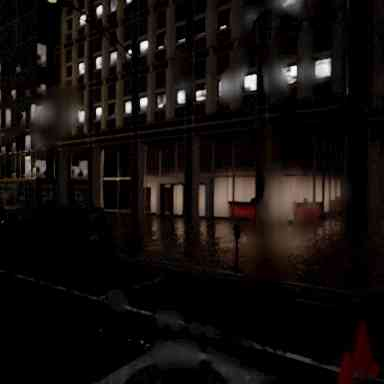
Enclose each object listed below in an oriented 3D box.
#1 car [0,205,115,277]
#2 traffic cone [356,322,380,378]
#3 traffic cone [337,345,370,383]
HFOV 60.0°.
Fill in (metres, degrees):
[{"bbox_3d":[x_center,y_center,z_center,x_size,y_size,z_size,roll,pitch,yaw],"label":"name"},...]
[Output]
[{"bbox_3d":[-4.561,1.318,10.313,5.009,1.841,2.192,0,1,36],"label":"car"},{"bbox_3d":[2.186,1.958,4.250,0.340,0.580,0.340,0,0,36],"label":"traffic cone"},{"bbox_3d":[1.600,1.957,3.440,0.340,0.580,0.340,0,0,36],"label":"traffic cone"}]
